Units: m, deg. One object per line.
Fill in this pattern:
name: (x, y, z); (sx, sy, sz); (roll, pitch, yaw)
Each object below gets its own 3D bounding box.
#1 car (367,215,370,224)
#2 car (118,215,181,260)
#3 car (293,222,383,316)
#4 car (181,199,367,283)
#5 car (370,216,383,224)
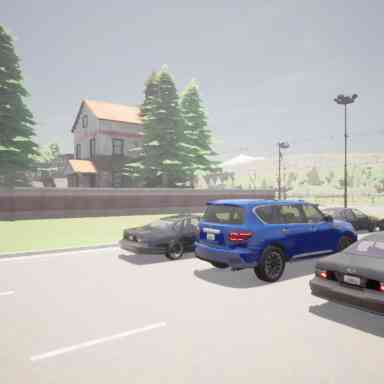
car: (8.233, 1.547, 18.224); (5.357, 1.411, 2.033); (0, 0, -36)
car: (0.039, 1.547, 12.377); (5.357, 1.411, 2.033); (0, 0, -35)
car: (4.765, 1.547, 7.152); (5.357, 1.411, 2.033); (0, 0, -36)
car: (2.660, 1.221, 9.952); (5.566, 2.045, 2.150); (0, 0, -35)
car: (10.671, 1.505, 15.665); (4.892, 1.490, 1.837); (0, 0, -35)
